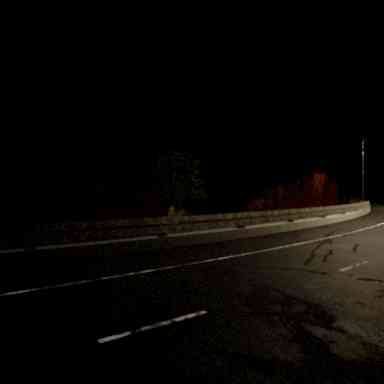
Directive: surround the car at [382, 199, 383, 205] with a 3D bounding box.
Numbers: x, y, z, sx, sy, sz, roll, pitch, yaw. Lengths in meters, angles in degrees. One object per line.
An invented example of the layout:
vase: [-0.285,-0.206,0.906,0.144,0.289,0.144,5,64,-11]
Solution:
car: [34.967,1.686,58.760,2.128,1.511,4.902,0,0,18]
